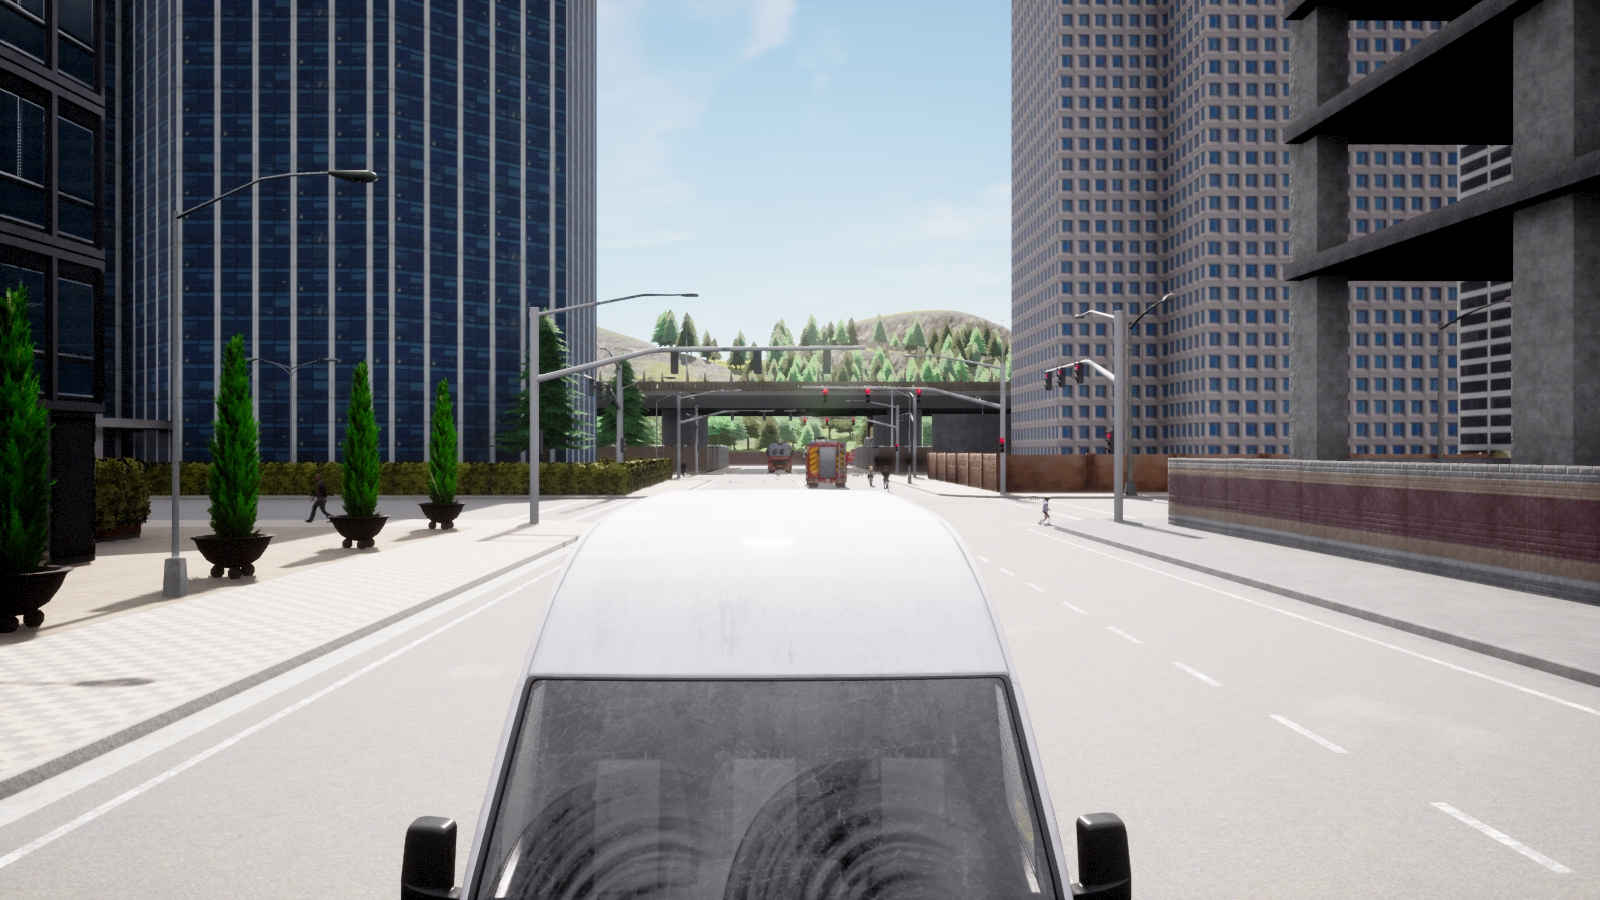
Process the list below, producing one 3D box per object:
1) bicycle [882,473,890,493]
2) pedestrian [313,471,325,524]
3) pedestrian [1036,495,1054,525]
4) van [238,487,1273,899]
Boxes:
[{"bbox_3d":[5.649,2.160,75.280,0.329,1.271,1.835,0,0,-1],"label":"bicycle"},{"bbox_3d":[-17.102,1.696,40.612,0.375,1.860,0.375,0,0,-27],"label":"pedestrian"},{"bbox_3d":[9.148,2.228,42.690,0.500,1.100,0.500,0,0,-6],"label":"pedestrian"},{"bbox_3d":[-0.128,1.535,5.152,1.988,2.561,5.915,0,0,-1],"label":"van"}]
